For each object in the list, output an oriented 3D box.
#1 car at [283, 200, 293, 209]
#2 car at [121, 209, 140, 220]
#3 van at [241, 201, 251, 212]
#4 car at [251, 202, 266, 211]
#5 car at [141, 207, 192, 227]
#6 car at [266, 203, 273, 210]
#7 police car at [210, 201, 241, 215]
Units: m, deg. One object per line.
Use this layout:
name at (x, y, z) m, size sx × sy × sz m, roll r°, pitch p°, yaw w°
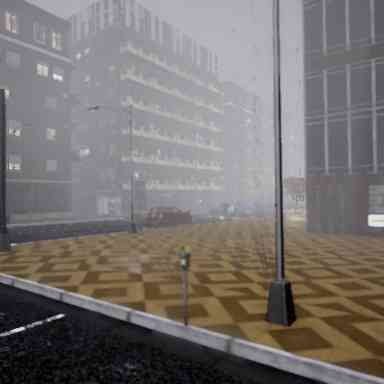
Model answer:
car at (20.570, 2.678, 72.829) m, size 2.192 × 1.841 × 5.009 m, roll -2°, pitch -2°, yaw 35°
car at (-5.437, 2.173, 35.654) m, size 1.752 × 1.417 × 4.829 m, roll -2°, pitch -2°, yaw 35°
van at (7.614, 2.347, 54.313) m, size 1.690 × 1.788 × 3.998 m, roll -2°, pitch -2°, yaw 35°
car at (10.855, 2.536, 58.939) m, size 1.967 × 1.590 × 4.097 m, roll -2°, pitch -2°, yaw 35°
car at (-1.766, 1.865, 26.406) m, size 1.967 × 1.590 × 4.097 m, roll -2°, pitch -2°, yaw 35°
car at (14.096, 2.729, 63.564) m, size 1.887 × 1.381 × 4.507 m, roll -2°, pitch -2°, yaw 35°
police car at (4.204, 2.312, 44.777) m, size 2.038 × 1.542 × 4.974 m, roll -1°, pitch -1°, yaw 35°
